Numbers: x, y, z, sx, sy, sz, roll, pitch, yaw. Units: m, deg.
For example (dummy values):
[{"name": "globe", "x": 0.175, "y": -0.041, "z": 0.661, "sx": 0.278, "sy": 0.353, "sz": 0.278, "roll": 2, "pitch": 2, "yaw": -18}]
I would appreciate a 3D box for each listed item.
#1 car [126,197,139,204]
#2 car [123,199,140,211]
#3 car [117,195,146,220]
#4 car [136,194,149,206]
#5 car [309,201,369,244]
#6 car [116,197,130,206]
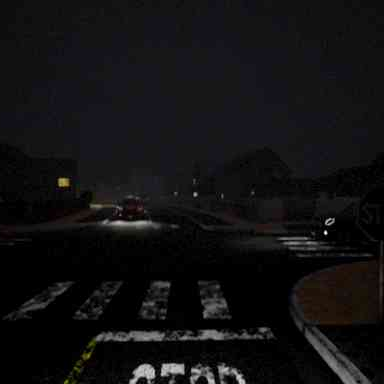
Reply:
[{"name": "car", "x": -12.313, "y": 1.763, "z": 68.462, "sx": 1.994, "sy": 1.385, "sz": 4.181, "roll": 0, "pitch": 0, "yaw": -20}, {"name": "car", "x": -8.004, "y": 1.622, "z": 43.576, "sx": 2.033, "sy": 1.411, "sz": 5.357, "roll": 0, "pitch": 0, "yaw": -13}, {"name": "car", "x": -5.199, "y": 1.366, "z": 28.455, "sx": 2.097, "sy": 1.767, "sz": 4.553, "roll": 0, "pitch": 0, "yaw": -8}, {"name": "car", "x": -8.996, "y": 1.354, "z": 58.507, "sx": 2.150, "sy": 2.045, "sz": 5.566, "roll": 0, "pitch": 0, "yaw": -18}, {"name": "car", "x": 7.411, "y": 1.133, "z": 14.147, "sx": 4.553, "sy": 1.767, "sz": 2.097, "roll": -1, "pitch": 1, "yaw": 0}, {"name": "car", "x": -12.707, "y": 1.664, "z": 61.097, "sx": 2.128, "sy": 1.511, "sz": 4.902, "roll": 0, "pitch": 0, "yaw": -18}]
